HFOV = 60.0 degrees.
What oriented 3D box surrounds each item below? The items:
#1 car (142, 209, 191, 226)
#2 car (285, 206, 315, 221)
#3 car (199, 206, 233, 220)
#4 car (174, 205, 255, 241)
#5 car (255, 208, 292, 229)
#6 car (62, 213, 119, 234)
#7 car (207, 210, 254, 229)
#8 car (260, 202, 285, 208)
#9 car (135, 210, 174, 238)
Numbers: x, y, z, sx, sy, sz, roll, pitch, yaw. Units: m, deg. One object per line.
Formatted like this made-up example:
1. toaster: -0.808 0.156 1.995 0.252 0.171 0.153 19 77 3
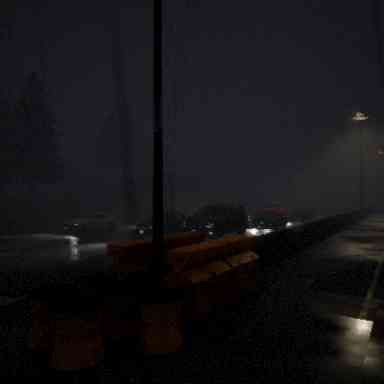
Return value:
1. car: -2.453 2.515 33.444 2.033 1.411 5.357 -1 -2 33
2. car: 12.295 2.381 36.959 1.882 1.535 5.008 -1 -1 33
3. car: 3.109 2.604 42.085 2.128 1.511 4.902 -1 -1 33
4. car: 1.571 1.804 20.269 2.150 2.045 5.566 -1 -2 32
5. car: 6.647 2.322 28.171 1.994 1.385 4.181 -1 -2 33
6. car: -7.618 2.312 25.369 1.812 1.442 4.674 -1 -2 32
7. car: 3.596 2.375 29.908 2.033 1.411 5.357 -1 -2 33
8. car: 9.337 2.197 38.840 2.150 2.045 5.566 -1 -1 33
9. car: -1.658 2.136 21.700 2.128 1.511 4.902 -1 -2 32
